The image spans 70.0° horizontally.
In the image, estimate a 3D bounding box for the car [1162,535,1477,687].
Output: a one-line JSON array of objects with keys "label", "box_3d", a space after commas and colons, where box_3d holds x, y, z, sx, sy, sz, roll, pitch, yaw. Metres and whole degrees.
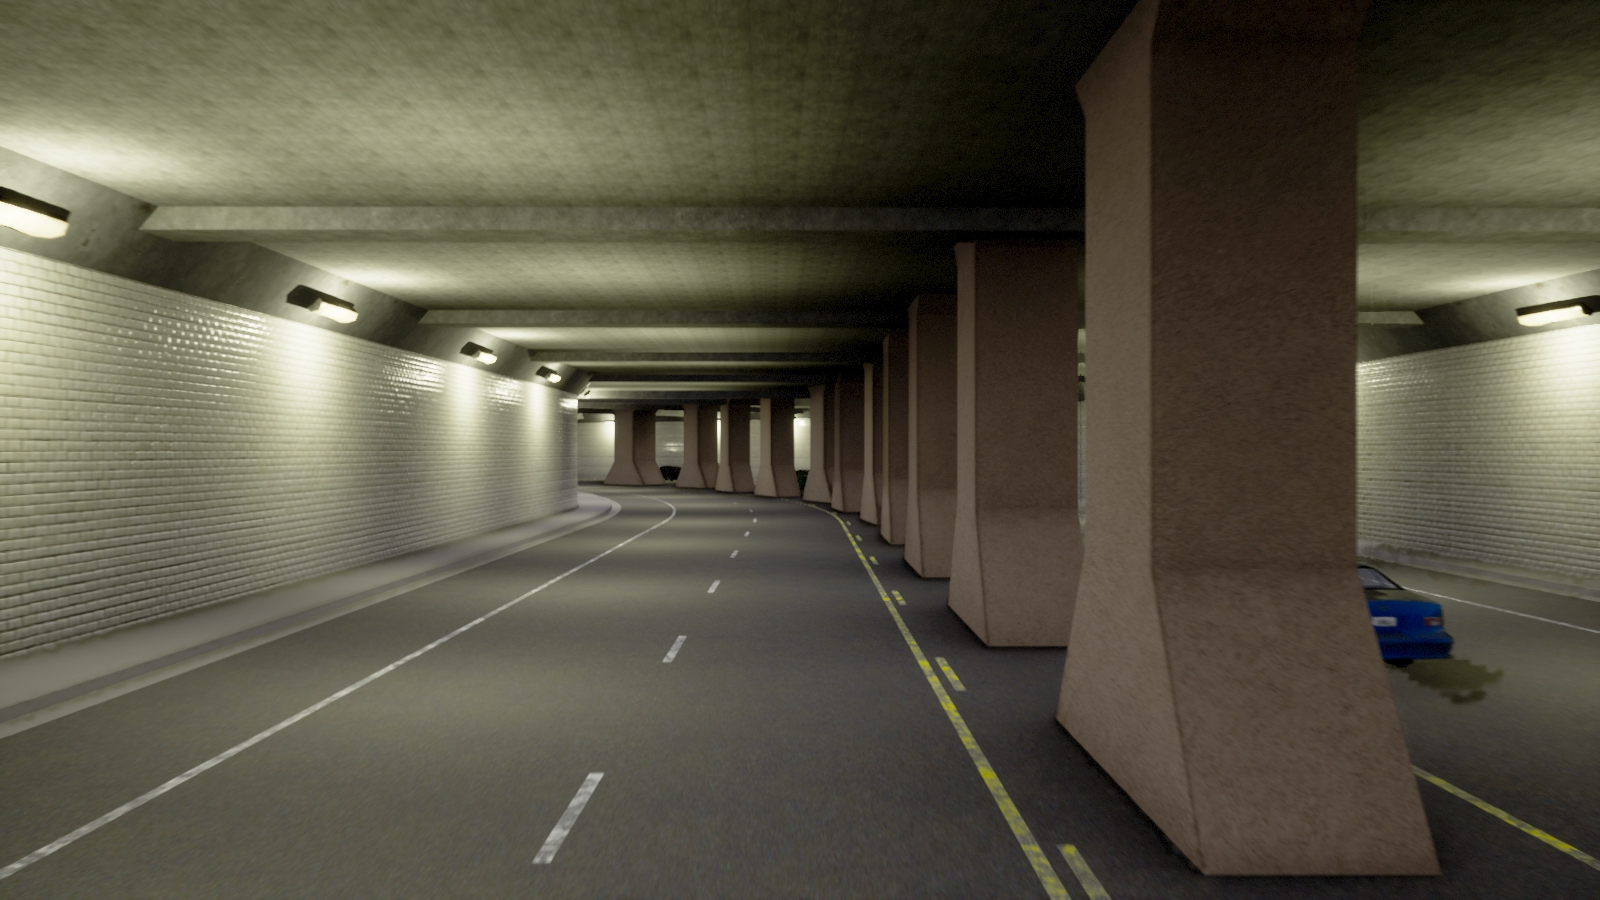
[{"label": "car", "box_3d": [6.995, 2.106, 16.203, 2.033, 1.411, 5.357, 0, 0, 0]}]
